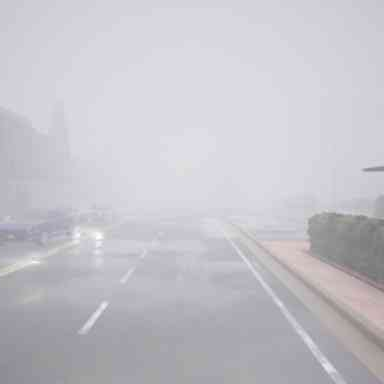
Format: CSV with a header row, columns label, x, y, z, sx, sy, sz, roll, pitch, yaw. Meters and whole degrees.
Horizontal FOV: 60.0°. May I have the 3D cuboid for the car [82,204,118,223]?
label,x,y,z,sx,sy,sz,roll,pitch,yaw
car,-6.967,1.576,24.931,1.895,1.301,4.718,0,0,1

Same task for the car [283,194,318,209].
label,x,y,z,sx,sy,sz,roll,pitch,yaw
car,14.389,1.192,43.152,3.866,1.878,1.905,0,0,-1

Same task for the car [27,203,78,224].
label,x,y,z,sx,sy,sz,roll,pitch,yaw
car,-10.462,1.566,25.443,1.895,1.301,4.718,0,0,1

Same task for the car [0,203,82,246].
label,x,y,z,sx,sy,sz,roll,pitch,yaw
car,-6.968,1.455,15.318,1.882,1.535,5.008,0,0,0

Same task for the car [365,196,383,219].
label,x,y,z,sx,sy,sz,roll,pitch,yaw
car,14.882,1.196,23.535,3.866,1.878,1.905,0,0,-1

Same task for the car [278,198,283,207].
label,x,y,z,sx,sy,sz,roll,pitch,yaw
car,14.376,1.188,46.047,4.605,1.855,1.932,0,0,-1
